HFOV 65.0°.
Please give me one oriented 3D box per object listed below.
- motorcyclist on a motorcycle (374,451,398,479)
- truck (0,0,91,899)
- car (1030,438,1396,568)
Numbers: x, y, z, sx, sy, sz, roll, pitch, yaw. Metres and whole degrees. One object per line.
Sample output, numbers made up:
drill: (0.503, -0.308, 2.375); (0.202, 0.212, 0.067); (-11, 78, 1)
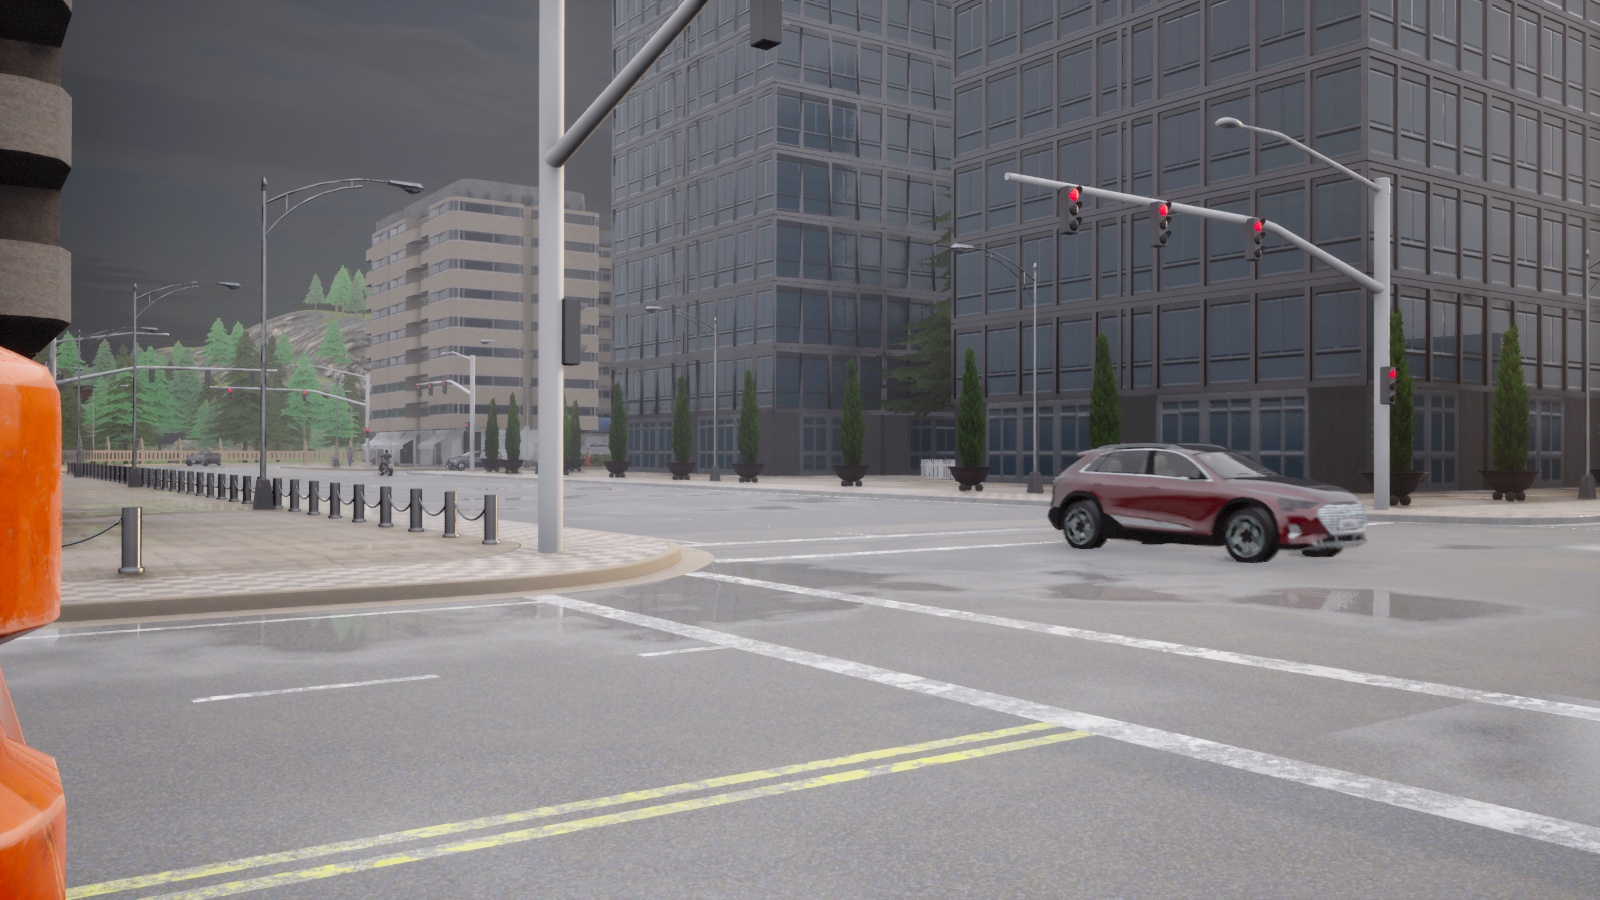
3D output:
motorcyclist on a motorcycle: (-24.902, 0.877, 75.473); (0.766, 1.649, 2.350); (0, 0, -34)
truck: (-4.853, -0.226, 0.292); (7.936, 3.462, 2.891); (0, 0, -35)
car: (5.887, 0.680, 18.503); (2.033, 1.649, 4.856); (0, 0, -36)
